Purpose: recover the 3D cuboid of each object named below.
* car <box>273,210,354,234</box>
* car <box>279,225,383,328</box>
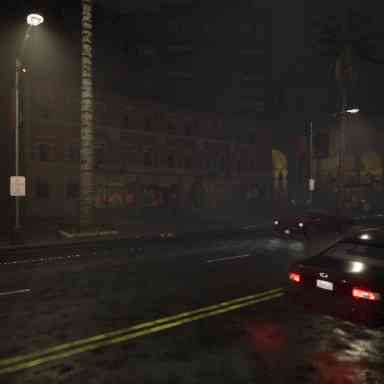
[{"bbox_3d":[6.370,1.601,17.310,4.718,1.301,1.895,0,0,-36],"label":"car"},{"bbox_3d":[4.182,1.547,6.844,5.357,1.411,2.033,0,0,-36],"label":"car"}]
